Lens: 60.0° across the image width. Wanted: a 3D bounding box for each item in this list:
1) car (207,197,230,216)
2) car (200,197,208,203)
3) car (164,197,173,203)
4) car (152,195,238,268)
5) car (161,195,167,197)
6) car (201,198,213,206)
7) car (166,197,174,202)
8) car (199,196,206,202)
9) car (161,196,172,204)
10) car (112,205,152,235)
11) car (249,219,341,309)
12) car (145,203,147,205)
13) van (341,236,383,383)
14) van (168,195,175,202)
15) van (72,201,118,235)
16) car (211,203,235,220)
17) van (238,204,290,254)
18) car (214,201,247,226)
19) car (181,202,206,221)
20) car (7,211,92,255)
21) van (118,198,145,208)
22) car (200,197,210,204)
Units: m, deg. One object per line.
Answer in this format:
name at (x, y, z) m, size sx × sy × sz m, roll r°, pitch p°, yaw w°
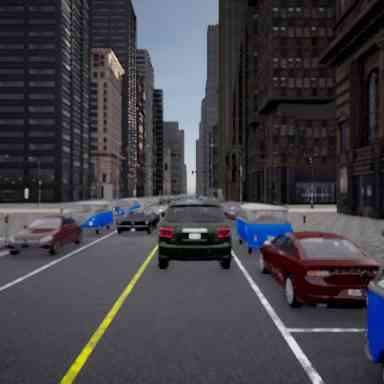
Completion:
car at (2.809, 1.485, 36.280) m, size 2.192 × 1.841 × 5.009 m, roll 0°, pitch 0°, yaw 0°
car at (2.870, 1.932, 80.174) m, size 1.887 × 1.381 × 4.507 m, roll 0°, pitch 0°, yaw 0°
car at (-5.655, 1.953, 80.177) m, size 1.947 × 1.339 × 4.313 m, roll 0°, pitch 0°, yaw 0°
car at (0.093, 1.277, 11.591) m, size 2.150 × 2.045 × 5.566 m, roll 0°, pitch 0°, yaw 0°
car at (-5.671, 1.644, 68.896) m, size 2.192 × 1.841 × 5.009 m, roll 0°, pitch 0°, yaw 0°
car at (2.846, 1.852, 63.252) m, size 2.008 × 1.369 × 4.403 m, roll 0°, pitch 0°, yaw 0°
car at (-5.647, 1.998, 85.817) m, size 1.802 × 1.307 × 4.206 m, roll 0°, pitch 0°, yaw 0°
car at (2.885, 1.886, 91.456) m, size 1.967 × 1.590 × 4.097 m, roll 0°, pitch 0°, yaw 0°
car at (-5.663, 1.798, 74.537) m, size 1.967 × 1.590 × 4.097 m, roll 0°, pitch 0°, yaw 0°
car at (-3.074, 1.691, 19.535) m, size 1.895 × 1.301 × 4.718 m, roll 0°, pitch 0°, yaw 0°
car at (2.770, 1.581, 7.892) m, size 1.887 × 1.381 × 4.507 m, roll 0°, pitch 0°, yaw 0°
car at (-5.716, 1.693, 36.111) m, size 1.752 × 1.417 × 4.829 m, roll 0°, pitch 0°, yaw 0°
van at (2.762, 1.352, 2.216) m, size 1.690 × 1.788 × 3.998 m, roll 0°, pitch 0°, yaw 0°
van at (-5.640, 1.787, 91.459) m, size 1.690 × 1.788 × 3.998 m, roll 0°, pitch 0°, yaw 0°
van at (-5.740, 1.429, 19.250) m, size 1.690 × 1.788 × 3.998 m, roll 0°, pitch 0°, yaw 0°
car at (2.801, 1.725, 30.602) m, size 1.802 × 1.307 × 4.206 m, roll 0°, pitch 0°, yaw 0°
van at (2.777, 1.404, 13.570) m, size 1.690 × 1.788 × 3.998 m, roll 0°, pitch 0°, yaw 0°
car at (2.793, 1.556, 24.925) m, size 1.967 × 1.590 × 4.097 m, roll 0°, pitch 0°, yaw 0°
car at (0.130, 1.686, 29.758) m, size 2.033 × 1.411 × 5.357 m, roll 0°, pitch 0°, yaw 0°
car at (-5.747, 1.644, 13.571) m, size 1.802 × 1.307 × 4.206 m, roll 0°, pitch 0°, yaw 0°
van at (-5.724, 1.483, 30.605) m, size 1.690 × 1.788 × 3.998 m, roll 0°, pitch 0°, yaw 0°
car at (2.862, 1.909, 74.534) m, size 2.008 × 1.369 × 4.403 m, roll 0°, pitch 0°, yaw 0°
